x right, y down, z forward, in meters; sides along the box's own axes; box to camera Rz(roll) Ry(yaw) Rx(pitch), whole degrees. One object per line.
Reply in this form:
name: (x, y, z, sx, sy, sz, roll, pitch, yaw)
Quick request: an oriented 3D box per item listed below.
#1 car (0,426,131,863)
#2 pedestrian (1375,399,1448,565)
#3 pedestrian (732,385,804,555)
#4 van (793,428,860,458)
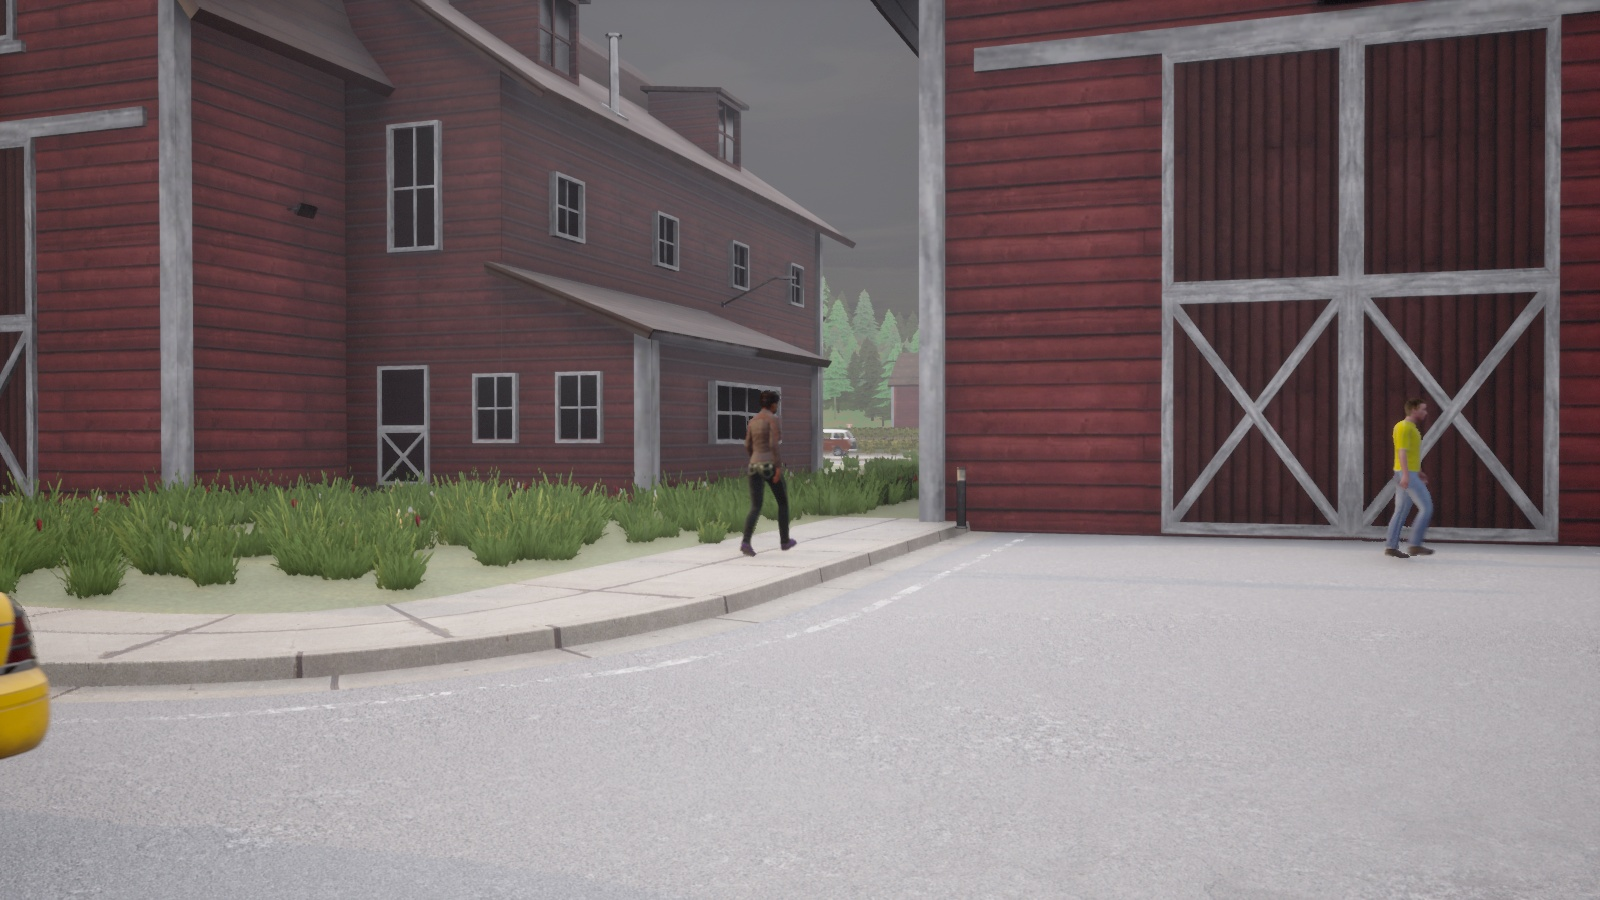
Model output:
car: (-5.523, 0.678, 5.055, 5.366, 1.575, 1.801, 1, 1, 19)
pedestrian: (6.936, 0.348, 14.241, 0.706, 1.836, 0.354, 1, 1, 29)
pedestrian: (-0.345, 0.206, 13.732, 0.328, 1.805, 0.869, 1, 1, 34)
van: (1.947, -0.526, 92.611, 4.480, 2.038, 2.069, 1, 1, 19)
